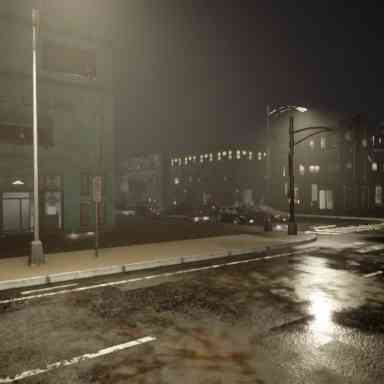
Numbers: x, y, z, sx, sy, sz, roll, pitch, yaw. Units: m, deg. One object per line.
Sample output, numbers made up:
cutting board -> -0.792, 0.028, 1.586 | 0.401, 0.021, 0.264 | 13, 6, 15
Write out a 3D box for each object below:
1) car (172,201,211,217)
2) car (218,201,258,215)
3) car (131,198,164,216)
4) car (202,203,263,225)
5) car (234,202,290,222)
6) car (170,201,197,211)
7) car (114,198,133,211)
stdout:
car -> -0.289, 1.895, 35.767 | 1.994, 1.385, 4.181 | -1, 0, -37
car -> 5.202, 1.808, 38.041 | 2.008, 1.369, 4.403 | -2, 0, -35
car -> -4.836, 1.845, 37.687 | 1.967, 1.590, 4.097 | -1, 0, -35
car -> 3.117, 1.813, 26.314 | 1.947, 1.339, 4.313 | -2, 0, -35
car -> 5.523, 1.764, 27.626 | 2.033, 1.411, 5.357 | -1, 0, -36
car -> -1.218, 1.965, 47.059 | 1.802, 1.307, 4.206 | -2, 0, -35
car -> -10.090, 2.068, 49.611 | 2.033, 1.411, 5.357 | -1, 0, -35
